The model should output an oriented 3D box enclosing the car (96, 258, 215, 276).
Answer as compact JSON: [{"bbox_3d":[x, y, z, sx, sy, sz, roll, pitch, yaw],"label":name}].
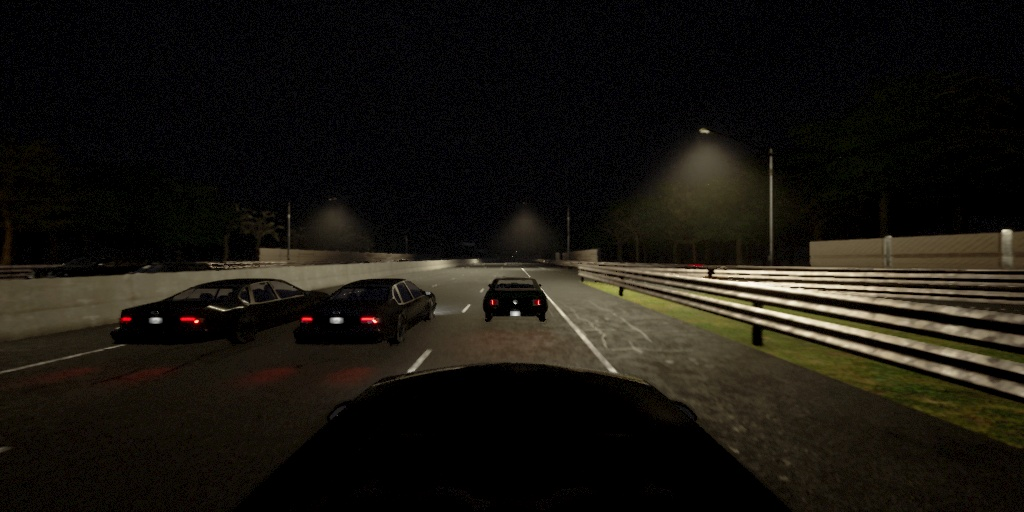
[{"bbox_3d":[-17.576,1.116,18.419,2.097,1.767,4.553,0,0,0],"label":"car"}]

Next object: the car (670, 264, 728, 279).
[{"bbox_3d":[13.609,1.391,27.125,1.882,1.535,5.008,0,-1,-23],"label":"car"}]

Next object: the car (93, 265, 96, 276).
[{"bbox_3d":[-21.063,1.295,21.255,1.812,1.442,4.674,0,0,0],"label":"car"}]

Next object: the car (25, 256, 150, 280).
[{"bbox_3d":[-24.561,0.993,21.349,2.150,2.045,5.566,0,0,0],"label":"car"}]

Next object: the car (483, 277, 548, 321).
[{"bbox_3d":[0.101,1.357,12.443,1.895,1.301,4.718,0,0,0],"label":"car"}]

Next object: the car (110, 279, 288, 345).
[{"bbox_3d":[-6.899,1.301,9.452,2.033,1.411,5.357,0,0,0],"label":"car"}]

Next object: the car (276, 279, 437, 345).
[{"bbox_3d":[-3.399,1.301,9.458,2.033,1.411,5.357,0,0,0],"label":"car"}]
